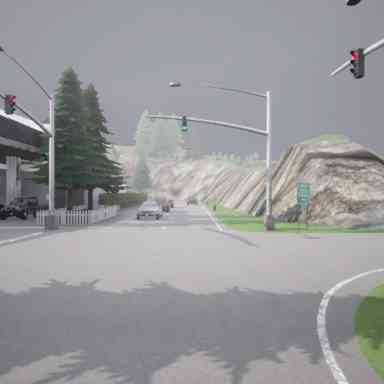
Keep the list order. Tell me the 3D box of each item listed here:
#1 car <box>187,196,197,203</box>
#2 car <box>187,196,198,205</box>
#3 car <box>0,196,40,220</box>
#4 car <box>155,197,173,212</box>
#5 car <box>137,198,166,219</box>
[{"bbox_3d":[-0.049,1.550,69.527,1.812,1.442,4.674,0,0,-2],"label":"car"},{"bbox_3d":[0.071,1.568,59.278,2.033,1.411,5.357,0,0,0],"label":"car"},{"bbox_3d":[-14.543,1.323,28.446,1.905,1.878,3.866,0,0,-1],"label":"car"},{"bbox_3d":[-3.612,1.365,37.884,2.097,1.767,4.553,0,0,0],"label":"car"},{"bbox_3d":[-3.611,1.536,28.927,1.812,1.442,4.674,0,0,0],"label":"car"}]
